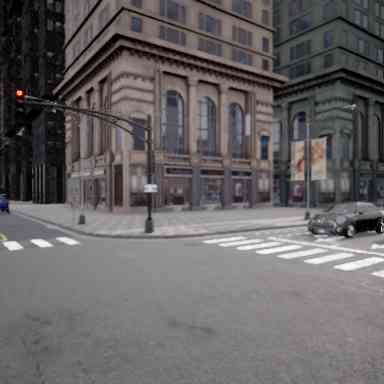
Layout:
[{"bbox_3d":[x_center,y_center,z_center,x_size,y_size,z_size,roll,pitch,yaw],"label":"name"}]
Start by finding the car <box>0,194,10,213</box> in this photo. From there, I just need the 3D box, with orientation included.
[{"bbox_3d":[-21.568,1.254,36.652,2.150,2.045,5.566,0,0,-35],"label":"car"}]

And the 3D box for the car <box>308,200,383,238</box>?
[{"bbox_3d":[8.181,1.328,17.534,4.553,1.767,2.097,0,0,-35],"label":"car"}]
